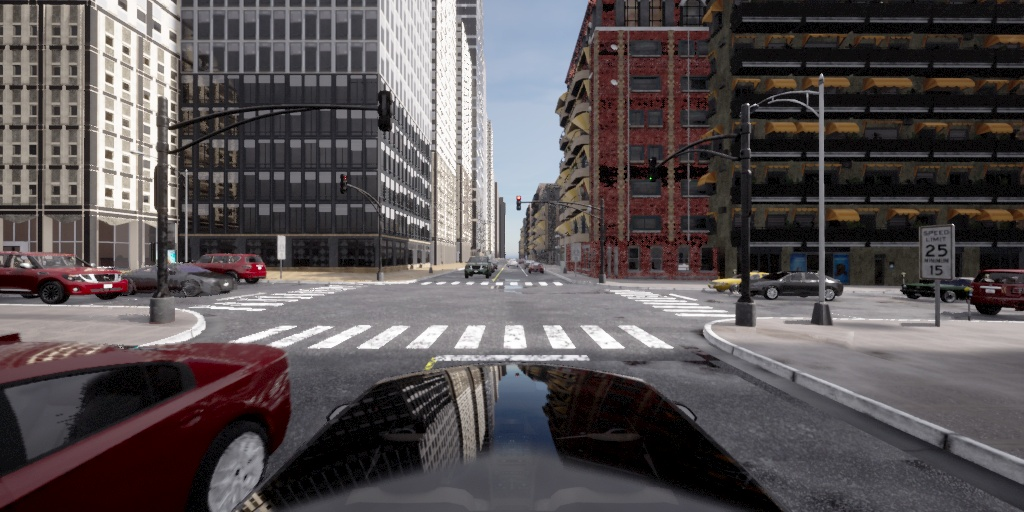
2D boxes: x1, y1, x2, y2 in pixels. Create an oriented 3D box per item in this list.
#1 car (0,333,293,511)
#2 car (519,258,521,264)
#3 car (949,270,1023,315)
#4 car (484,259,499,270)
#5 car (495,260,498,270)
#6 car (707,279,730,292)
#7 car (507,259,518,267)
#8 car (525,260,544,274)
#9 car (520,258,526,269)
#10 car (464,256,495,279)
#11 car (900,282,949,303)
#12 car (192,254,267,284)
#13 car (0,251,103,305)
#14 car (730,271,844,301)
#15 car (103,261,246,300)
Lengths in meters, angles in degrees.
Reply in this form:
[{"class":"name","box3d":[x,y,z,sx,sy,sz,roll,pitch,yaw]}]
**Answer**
[{"class":"car","box3d":[-3.017,1.227,1.299,1.882,1.535,5.008,0,0,0]},{"class":"car","box3d":[2.719,1.321,60.236,2.007,1.370,4.403,0,0,0]},{"class":"car","box3d":[20.604,1.461,13.669,5.009,1.841,2.192,0,0,0]},{"class":"car","box3d":[-3.064,1.244,53.921,1.882,1.535,5.008,0,0,0]},{"class":"car","box3d":[-3.073,1.286,43.648,1.812,1.442,4.674,0,0,0]},{"class":"car","box3d":[14.640,1.587,21.968,4.829,1.417,1.751,0,0,0]},{"class":"car","box3d":[0.136,1.299,64.877,1.812,1.442,4.674,0,0,0]},{"class":"car","box3d":[2.760,1.341,41.671,1.802,1.307,4.207,0,0,0]},{"class":"car","box3d":[2.715,1.317,54.588,2.007,1.370,4.403,0,0,0]},{"class":"car","box3d":[-3.085,0.977,33.574,2.150,2.045,5.566,0,0,0]},{"class":"car","box3d":[24.213,1.827,19.456,4.718,1.301,1.895,1,0,-1]},{"class":"car","box3d":[-17.701,0.776,21.701,5.009,1.841,2.192,0,0,0]},{"class":"car","box3d":[-17.570,0.757,13.321,5.009,1.841,2.192,0,0,0]},{"class":"car","box3d":[14.922,1.562,19.350,4.892,1.490,1.837,1,0,2]},{"class":"car","box3d":[-14.869,1.063,16.034,4.181,1.385,1.994,1,0,-3]}]
